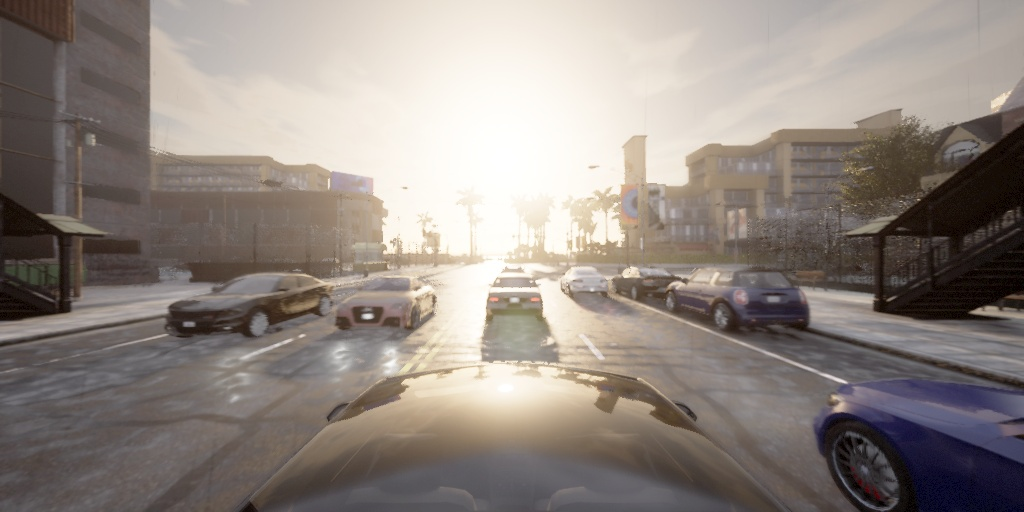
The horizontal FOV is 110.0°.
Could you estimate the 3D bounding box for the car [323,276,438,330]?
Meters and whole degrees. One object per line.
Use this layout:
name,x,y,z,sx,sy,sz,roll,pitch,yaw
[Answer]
car,-3.589,1.312,10.911,1.994,1.385,4.181,0,0,0

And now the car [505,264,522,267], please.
car,0.096,1.310,26.722,1.994,1.385,4.181,0,0,0

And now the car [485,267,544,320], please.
car,0.094,1.295,12.608,2.033,1.411,5.357,0,0,1

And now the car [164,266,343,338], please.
car,-7.090,1.226,10.372,1.882,1.535,5.008,0,0,0

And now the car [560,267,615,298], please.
car,3.619,1.273,18.426,1.812,1.442,4.674,0,0,0

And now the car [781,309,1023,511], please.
car,3.590,1.276,1.215,1.812,1.442,4.674,0,0,0
